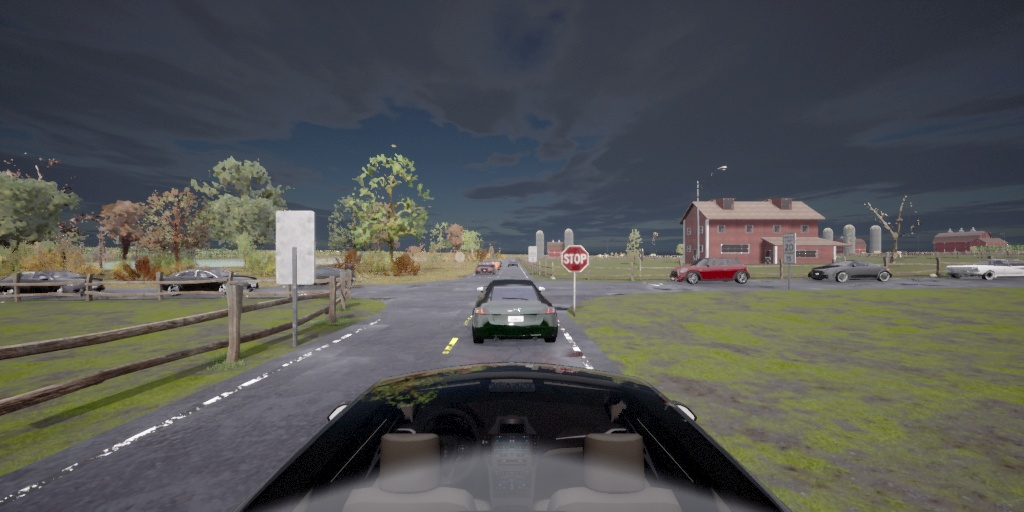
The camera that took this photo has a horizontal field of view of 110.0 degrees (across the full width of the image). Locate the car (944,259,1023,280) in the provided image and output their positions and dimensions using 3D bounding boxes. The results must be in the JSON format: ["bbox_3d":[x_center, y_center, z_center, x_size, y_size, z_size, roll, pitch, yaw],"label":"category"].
[{"bbox_3d":[31.432,0.859,23.303,4.718,1.301,1.895,-1,0,1],"label":"car"}]

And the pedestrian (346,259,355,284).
[{"bbox_3d":[-12.122,1.161,26.731,0.375,1.860,0.375,0,1,1],"label":"pedestrian"}]

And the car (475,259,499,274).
[{"bbox_3d":[-2.787,1.308,38.389,1.994,1.385,4.181,0,0,1],"label":"car"}]

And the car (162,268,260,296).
[{"bbox_3d":[-17.435,1.473,20.827,4.902,1.511,2.128,-1,0,1],"label":"car"}]

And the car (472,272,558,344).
[{"bbox_3d":[-0.009,1.312,9.662,1.994,1.385,4.181,0,0,-3],"label":"car"}]

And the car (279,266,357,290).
[{"bbox_3d":[-12.817,1.419,23.769,4.674,1.442,1.812,-1,1,-3],"label":"car"}]

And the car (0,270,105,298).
[{"bbox_3d":[-26.842,1.603,20.998,4.902,1.511,2.128,-1,0,2],"label":"car"}]

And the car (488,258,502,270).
[{"bbox_3d":[-2.763,1.095,50.072,2.097,1.767,4.553,0,0,0],"label":"car"}]

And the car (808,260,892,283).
[{"bbox_3d":[21.928,0.963,23.386,4.181,1.385,1.994,-1,0,1],"label":"car"}]

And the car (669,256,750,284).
[{"bbox_3d":[12.836,0.883,23.531,4.553,1.767,2.097,-1,0,2],"label":"car"}]
